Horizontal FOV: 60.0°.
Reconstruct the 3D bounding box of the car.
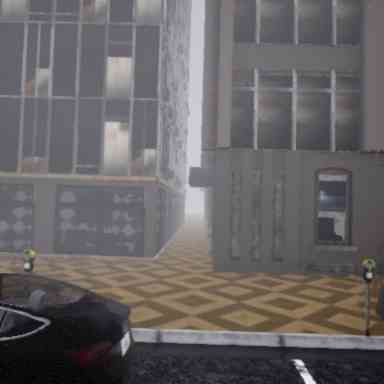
[{"bbox_3d":[-2.823,1.656,3.737,4.313,1.339,1.947,1,-2,1],"label":"car"}]
